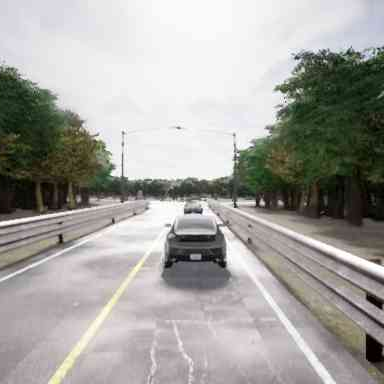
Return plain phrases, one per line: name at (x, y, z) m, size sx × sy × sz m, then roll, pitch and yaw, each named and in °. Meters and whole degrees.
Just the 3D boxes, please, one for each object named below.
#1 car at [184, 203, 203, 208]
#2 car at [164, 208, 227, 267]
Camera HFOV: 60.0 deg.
car at (0.122, 1.718, 33.775) m, size 1.895 × 1.301 × 4.718 m, roll 1°, pitch -1°, yaw 0°
car at (0.103, 1.518, 11.472) m, size 1.837 × 1.490 × 4.892 m, roll 0°, pitch 0°, yaw 0°
